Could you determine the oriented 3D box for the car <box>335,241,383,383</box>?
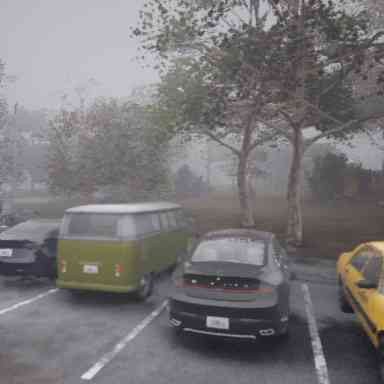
[{"bbox_3d":[3.337,1.481,4.835,1.946,1.575,5.366,1,-1,16],"label":"car"}]

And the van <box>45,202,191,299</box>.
[{"bbox_3d":[-1.382,1.265,8.550,1.878,1.987,4.442,0,-1,16],"label":"van"}]

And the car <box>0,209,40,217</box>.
[{"bbox_3d":[-6.208,1.370,11.829,2.185,1.767,4.553,0,-1,15],"label":"car"}]

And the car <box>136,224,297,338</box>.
[{"bbox_3d":[0.984,1.487,6.719,2.231,1.521,4.892,0,-1,16],"label":"car"}]

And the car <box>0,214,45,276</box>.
[{"bbox_3d":[-3.798,1.522,10.174,2.163,1.488,4.792,0,-1,15],"label":"car"}]
